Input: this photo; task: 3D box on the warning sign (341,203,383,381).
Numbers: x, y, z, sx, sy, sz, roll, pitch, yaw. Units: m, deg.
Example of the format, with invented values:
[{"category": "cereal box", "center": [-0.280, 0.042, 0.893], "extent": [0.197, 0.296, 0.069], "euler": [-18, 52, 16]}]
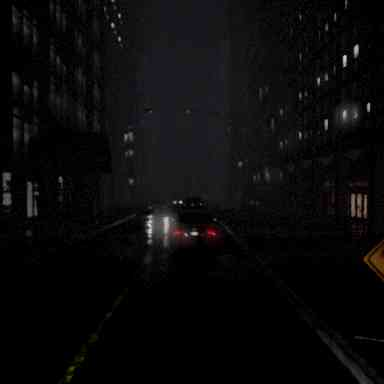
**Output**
[{"category": "warning sign", "center": [2.726, 1.098, 4.071], "extent": [1.300, 1.860, 1.060], "euler": [1, 1, 0]}]

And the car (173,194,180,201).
[{"category": "car", "center": [-3.060, 1.221, 72.520], "extent": [1.994, 1.385, 4.181], "euler": [0, 0, 0]}]

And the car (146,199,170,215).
[{"category": "car", "center": [-3.125, 1.407, 32.108], "extent": [1.812, 1.442, 4.674], "euler": [0, 0, 0]}]

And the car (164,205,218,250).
[{"category": "car", "center": [0.085, 1.491, 14.086], "extent": [2.033, 1.411, 5.357], "euler": [0, 0, 0]}]

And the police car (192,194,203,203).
[{"category": "police car", "center": [0.998, 1.214, 64.202], "extent": [1.930, 1.638, 5.238], "euler": [0, 0, 0]}]

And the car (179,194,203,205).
[{"category": "car", "center": [0.069, 1.229, 33.486], "extent": [2.097, 1.767, 4.553], "euler": [0, 0, 0]}]
